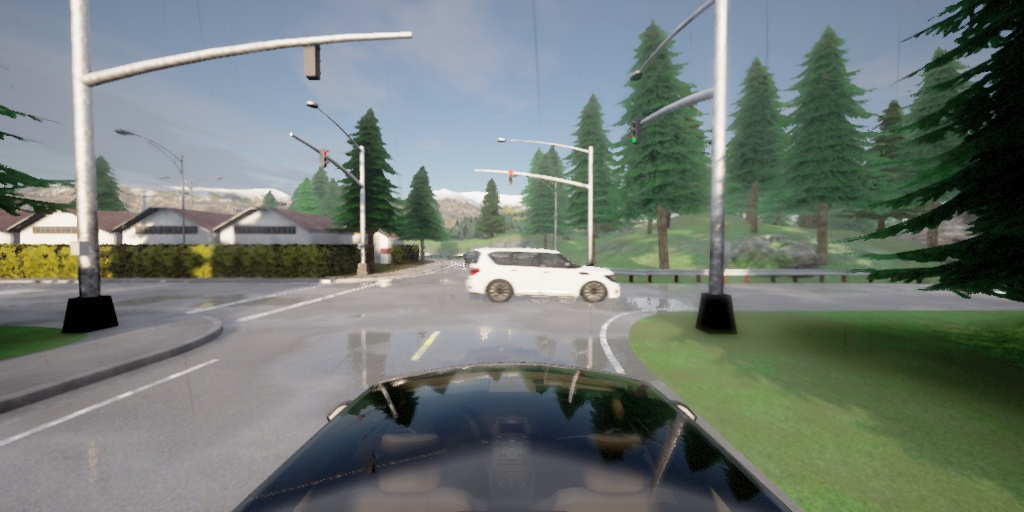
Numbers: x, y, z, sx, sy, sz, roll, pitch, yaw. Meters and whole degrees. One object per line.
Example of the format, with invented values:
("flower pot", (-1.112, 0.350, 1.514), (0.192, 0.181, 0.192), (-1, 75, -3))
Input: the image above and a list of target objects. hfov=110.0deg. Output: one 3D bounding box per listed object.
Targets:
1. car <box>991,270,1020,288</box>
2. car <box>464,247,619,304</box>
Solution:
("car", (24.569, 0.816, 17.196), (4.674, 1.442, 1.812), (0, 2, -1))
("car", (1.098, 0.731, 13.454), (5.566, 2.045, 2.150), (1, 2, 0))
